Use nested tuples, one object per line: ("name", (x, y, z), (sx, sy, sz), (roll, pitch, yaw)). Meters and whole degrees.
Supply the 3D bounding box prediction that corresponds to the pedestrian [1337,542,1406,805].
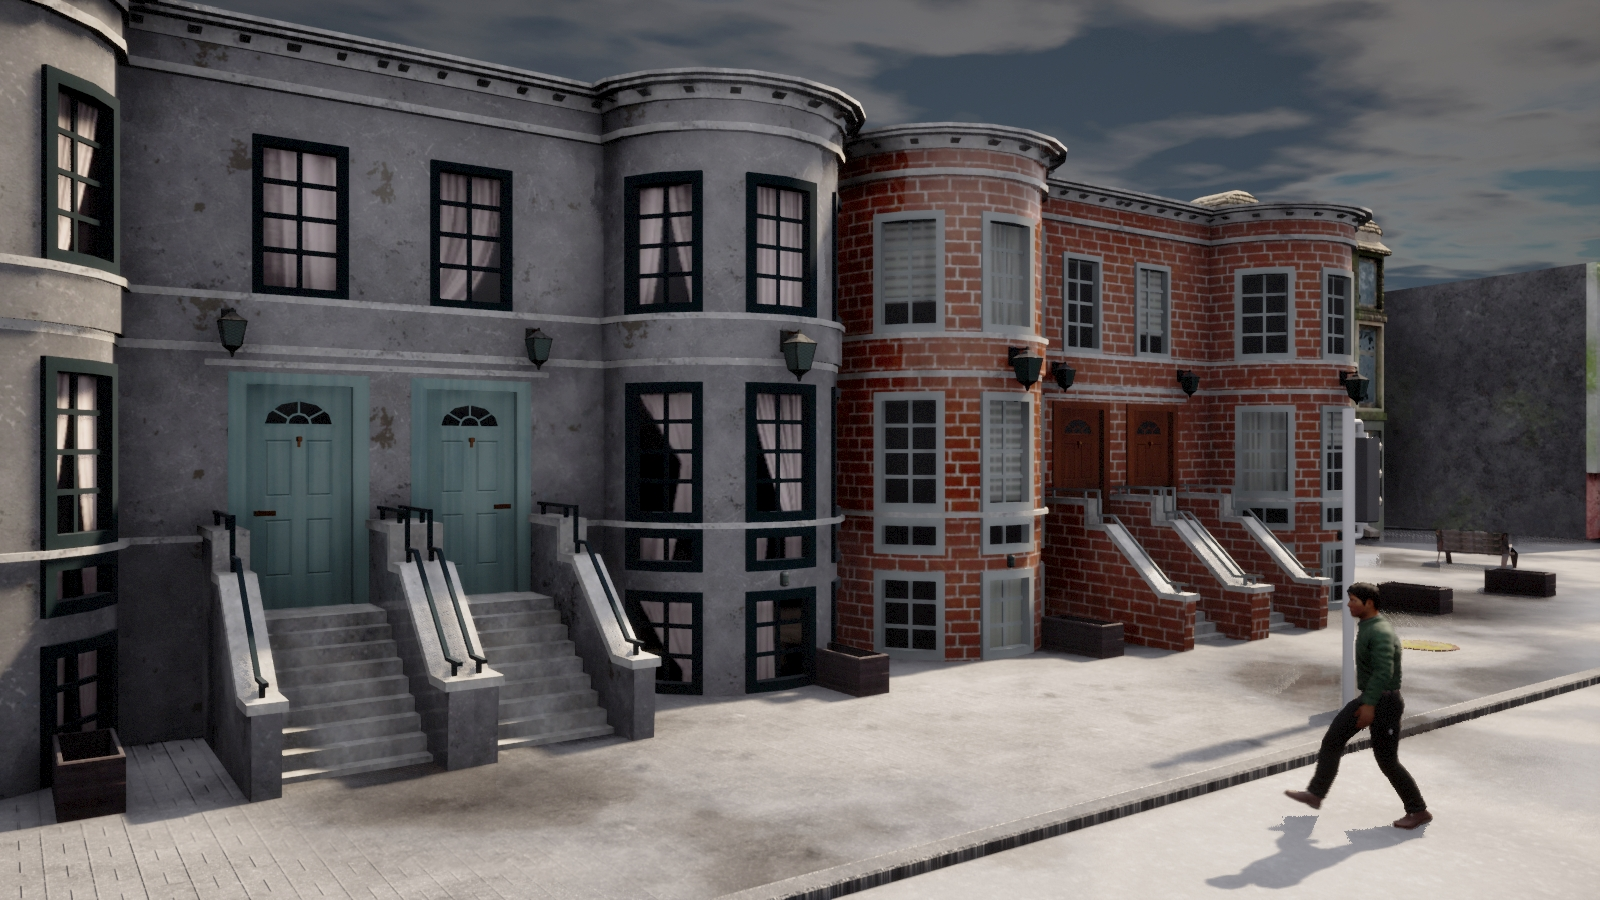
("pedestrian", (4.222, 1.629, 8.447), (0.375, 1.860, 0.375), (0, 0, 12))
